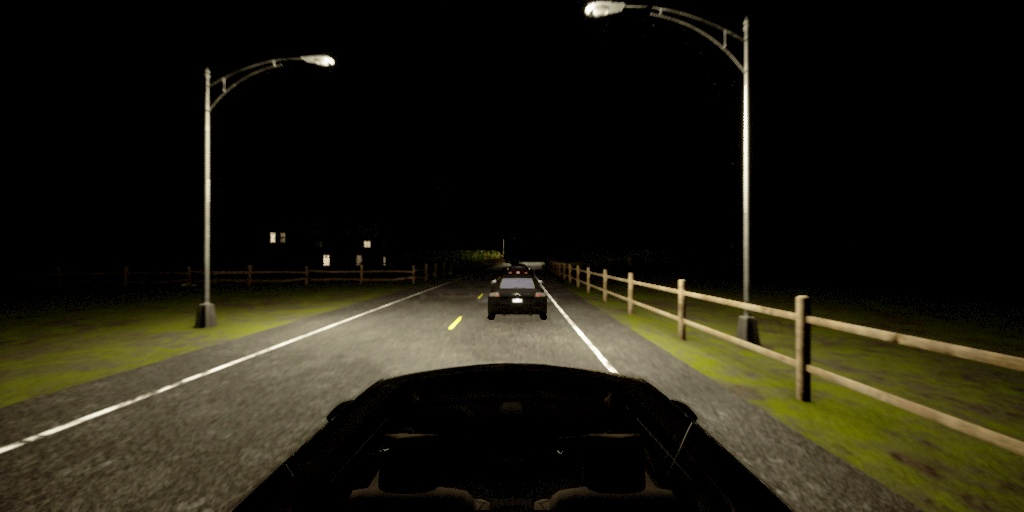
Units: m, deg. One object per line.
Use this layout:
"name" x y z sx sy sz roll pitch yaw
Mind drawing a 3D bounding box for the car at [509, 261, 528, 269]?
"car" 0.556 1.362 30.345 2.033 1.411 5.357 0 0 2

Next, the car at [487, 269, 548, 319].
"car" 0.189 1.343 13.037 1.994 1.385 4.181 0 0 1
